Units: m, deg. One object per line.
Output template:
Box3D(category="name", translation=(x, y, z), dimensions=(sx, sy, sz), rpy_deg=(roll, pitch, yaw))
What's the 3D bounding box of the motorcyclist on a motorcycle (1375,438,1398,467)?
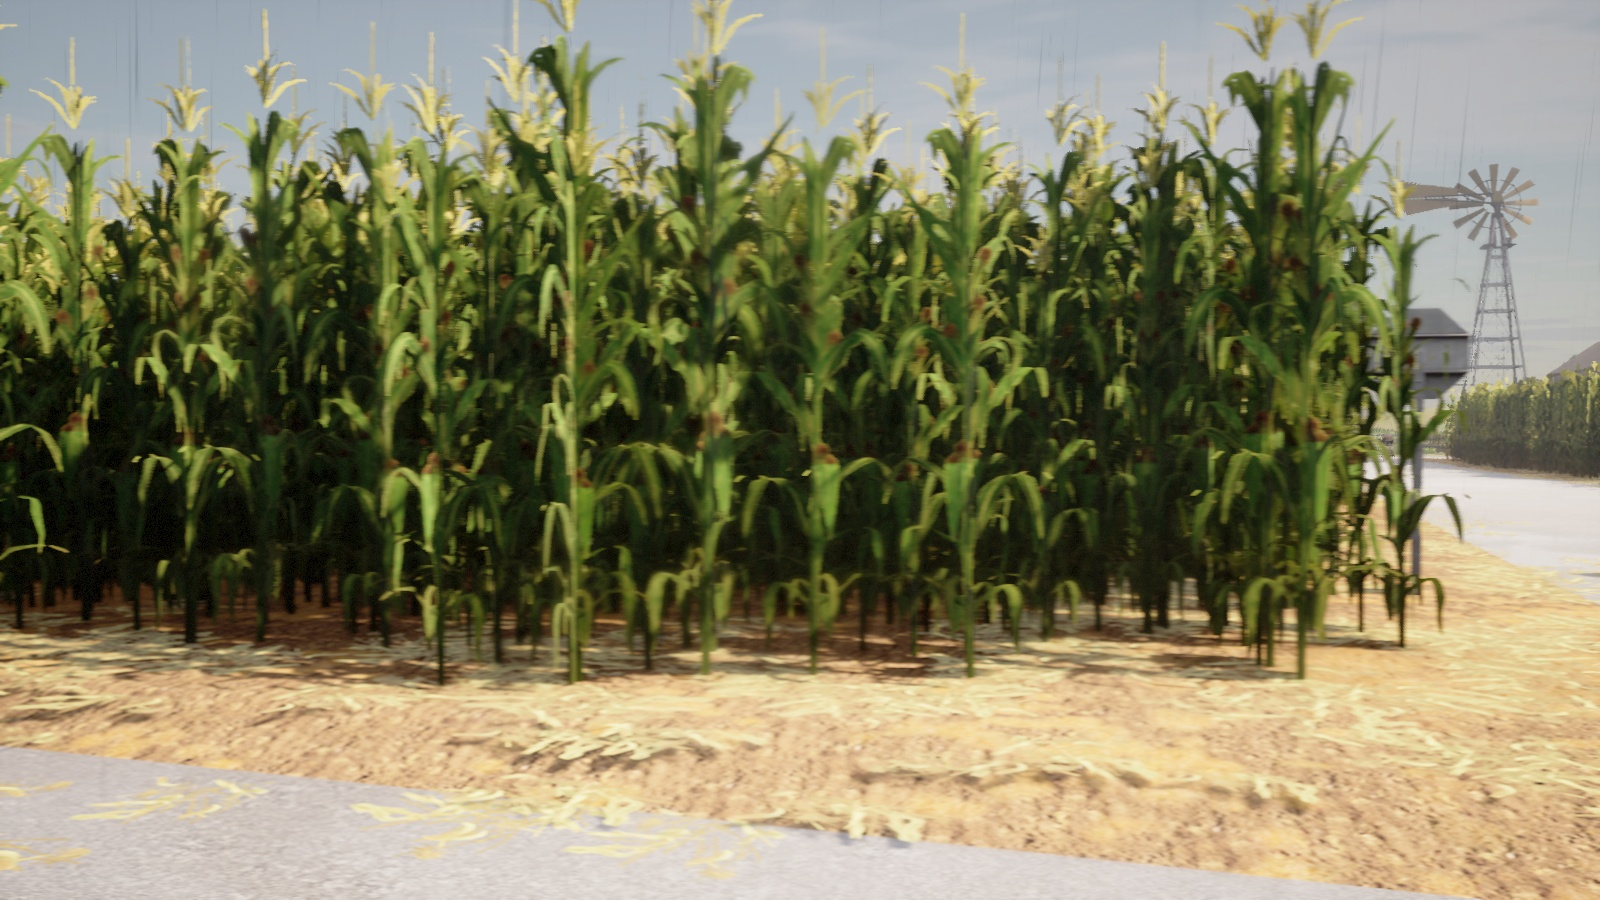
Box3D(category="motorcyclist on a motorcycle", translation=(31.394, 0.119, 67.231), dimensions=(0.866, 1.530, 2.191), rpy_deg=(1, 1, 19))
